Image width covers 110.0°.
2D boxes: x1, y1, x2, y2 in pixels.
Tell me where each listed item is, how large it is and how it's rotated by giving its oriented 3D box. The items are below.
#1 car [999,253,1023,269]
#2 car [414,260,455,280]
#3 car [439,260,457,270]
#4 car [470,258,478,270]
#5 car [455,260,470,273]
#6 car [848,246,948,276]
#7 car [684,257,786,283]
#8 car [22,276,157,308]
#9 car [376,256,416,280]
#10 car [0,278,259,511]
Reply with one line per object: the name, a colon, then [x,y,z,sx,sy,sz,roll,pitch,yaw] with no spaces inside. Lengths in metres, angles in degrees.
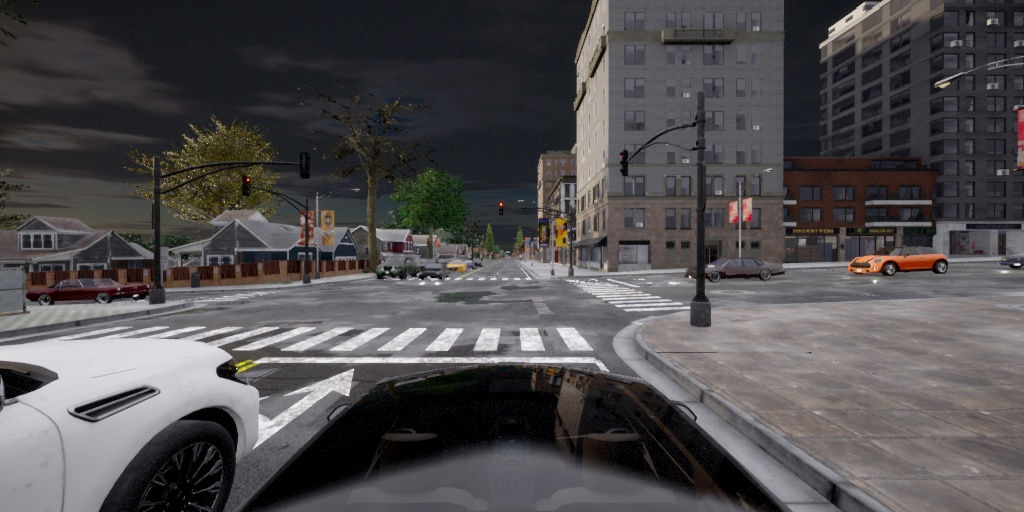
car: [33.567,0.038,21.943,5.357,1.411,2.033,-2,0,0]
car: [-6.622,1.311,31.198,2.033,1.411,5.357,0,0,0]
car: [-9.882,1.369,55.748,1.994,1.385,4.181,0,0,0]
car: [-6.644,1.326,54.266,1.812,1.442,4.674,0,0,0]
car: [-6.637,1.253,43.195,1.882,1.535,5.008,0,0,0]
car: [23.427,0.218,21.911,4.553,1.767,2.097,-2,0,0]
car: [13.507,0.793,21.879,5.357,1.411,2.033,-2,0,0]
car: [-21.638,1.807,18.524,4.718,1.301,1.895,-2,0,0]
car: [-9.907,0.987,31.352,2.150,2.045,5.566,0,0,1]
car: [-3.146,0.972,0.545,2.150,2.045,5.566,0,0,0]
